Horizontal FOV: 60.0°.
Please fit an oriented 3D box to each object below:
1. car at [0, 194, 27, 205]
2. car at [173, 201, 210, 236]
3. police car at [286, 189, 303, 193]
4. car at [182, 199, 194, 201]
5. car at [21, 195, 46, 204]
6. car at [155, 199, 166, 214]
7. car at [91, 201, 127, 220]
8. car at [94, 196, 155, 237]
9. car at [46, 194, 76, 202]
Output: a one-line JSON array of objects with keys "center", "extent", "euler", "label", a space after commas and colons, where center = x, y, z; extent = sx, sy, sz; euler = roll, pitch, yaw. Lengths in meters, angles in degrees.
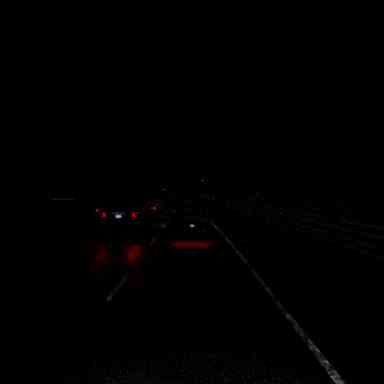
[{"center": [-25.383, 1.257, 47.442], "extent": [2.150, 2.045, 5.566], "euler": [0, 0, -1], "label": "car"}, {"center": [-0.040, 1.506, 18.825], "extent": [1.882, 1.535, 5.008], "euler": [0, 0, -1], "label": "car"}, {"center": [23.356, -0.184, 75.965], "extent": [1.930, 1.638, 5.238], "euler": [0, -4, -15], "label": "police car"}, {"center": [-0.447, 1.520, 36.664], "extent": [1.882, 1.535, 5.008], "euler": [0, 0, -1], "label": "car"}, {"center": [-21.894, 1.528, 47.704], "extent": [2.128, 1.511, 4.902], "euler": [0, 0, -1], "label": "car"}, {"center": [-3.948, 1.518, 36.673], "extent": [1.882, 1.535, 5.008], "euler": [0, 0, -1], "label": "car"}, {"center": [-7.281, 1.582, 29.852], "extent": [2.033, 1.411, 5.357], "euler": [0, 0, -1], "label": "car"}, {"center": [-3.539, 1.248, 18.394], "extent": [2.150, 2.045, 5.566], "euler": [0, 0, -1], "label": "car"}, {"center": [-18.397, 1.262, 47.770], "extent": [2.150, 2.045, 5.566], "euler": [0, 0, -1], "label": "car"}]
